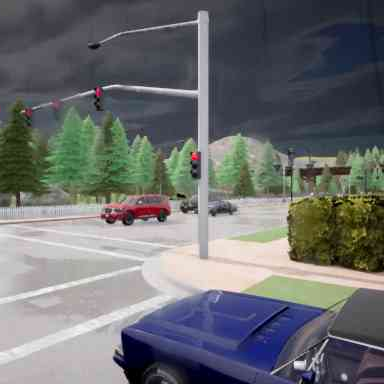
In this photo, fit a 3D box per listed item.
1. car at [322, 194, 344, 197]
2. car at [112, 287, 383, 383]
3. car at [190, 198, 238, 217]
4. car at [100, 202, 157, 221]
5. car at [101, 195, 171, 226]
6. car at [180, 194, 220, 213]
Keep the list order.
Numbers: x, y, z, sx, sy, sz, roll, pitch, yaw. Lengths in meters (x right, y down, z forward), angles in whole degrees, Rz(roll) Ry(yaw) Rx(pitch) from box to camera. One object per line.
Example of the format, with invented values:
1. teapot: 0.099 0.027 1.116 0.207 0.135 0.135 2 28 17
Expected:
1. car: 16.507 1.222 38.393 2.150 2.045 5.566 0 0 38
2. car: 1.502 1.601 2.894 4.718 1.301 1.895 0 0 36
3. car: 2.457 1.547 32.232 2.033 1.411 5.357 0 0 38
4. car: -5.258 1.601 28.138 1.895 1.301 4.718 0 0 38
5. car: -3.911 1.221 24.203 2.150 2.045 5.566 0 0 38
6. car: 1.079 1.221 36.119 2.150 2.045 5.566 0 0 39
